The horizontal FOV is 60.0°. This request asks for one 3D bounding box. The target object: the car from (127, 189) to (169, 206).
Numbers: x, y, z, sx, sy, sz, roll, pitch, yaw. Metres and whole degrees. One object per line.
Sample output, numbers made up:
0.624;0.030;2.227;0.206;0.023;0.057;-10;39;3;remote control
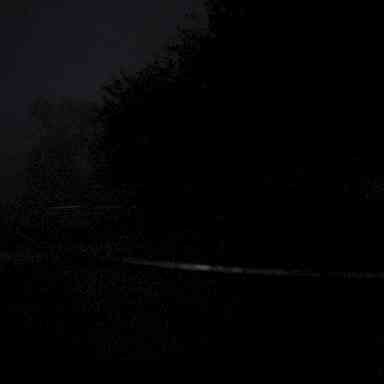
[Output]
-5.209;0.615;41.027;5.566;2.045;2.150;-1;1;-34;car
